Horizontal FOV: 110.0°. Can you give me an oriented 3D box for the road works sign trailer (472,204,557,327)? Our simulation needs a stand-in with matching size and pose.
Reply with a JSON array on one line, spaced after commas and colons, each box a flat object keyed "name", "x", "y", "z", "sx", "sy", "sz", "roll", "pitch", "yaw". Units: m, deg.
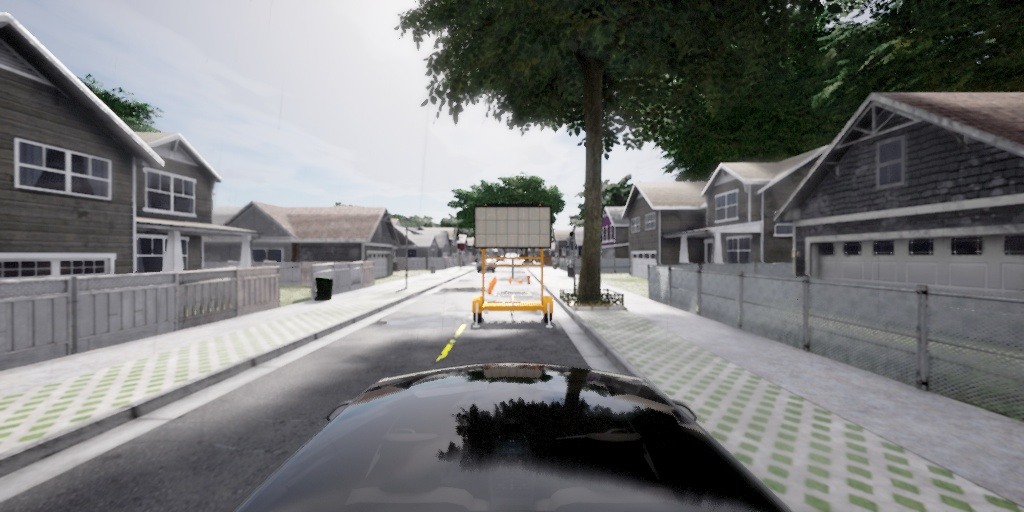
[{"name": "road works sign trailer", "x": 0.026, "y": 0.168, "z": 11.264, "sx": 2.380, "sy": 3.560, "sz": 2.880, "roll": 0, "pitch": 0, "yaw": 0}]

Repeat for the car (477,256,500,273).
[{"name": "car", "x": -2.760, "y": 1.035, "z": 39.078, "sx": 2.128, "sy": 1.511, "sz": 4.902, "roll": 0, "pitch": 0, "yaw": 0}]
